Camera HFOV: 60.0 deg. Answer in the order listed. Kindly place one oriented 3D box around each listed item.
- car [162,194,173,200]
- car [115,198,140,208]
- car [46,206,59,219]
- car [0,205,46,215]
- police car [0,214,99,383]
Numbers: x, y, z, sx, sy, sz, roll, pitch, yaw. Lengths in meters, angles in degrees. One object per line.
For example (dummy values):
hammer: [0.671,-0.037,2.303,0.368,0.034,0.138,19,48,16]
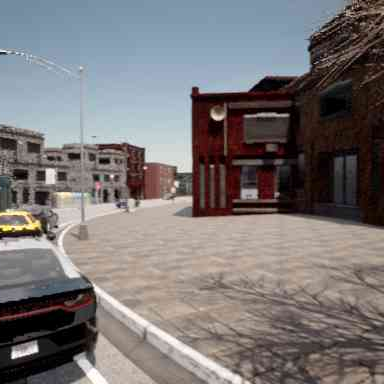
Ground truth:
car: [-5.635,1.179,78.689,2.128,1.511,4.902,0,0,11]
car: [-8.605,1.496,45.113,1.895,1.301,4.718,0,0,11]
car: [-8.950,1.522,19.166,1.837,1.490,4.892,-1,0,-13]
car: [-7.426,1.478,13.968,1.801,1.575,5.366,-1,0,-20]
police car: [-3.166,1.430,5.579,1.930,1.638,5.238,-1,1,-34]
